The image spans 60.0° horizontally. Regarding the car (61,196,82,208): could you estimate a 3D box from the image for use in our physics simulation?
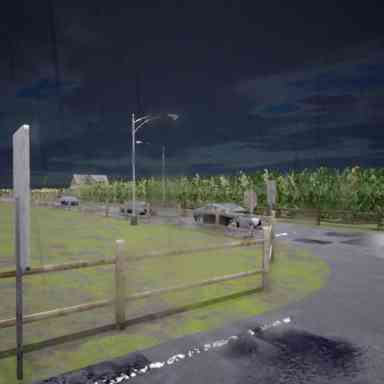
[{"bbox_3d":[-16.776,1.324,46.026,1.882,1.535,5.008,-1,1,-36],"label":"car"}]

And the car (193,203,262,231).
[{"bbox_3d":[2.084,1.452,20.515,2.128,1.511,4.902,-1,1,-38],"label":"car"}]

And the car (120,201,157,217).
[{"bbox_3d":[-4.834,1.484,29.808,1.994,1.385,4.181,-1,1,-36],"label":"car"}]
